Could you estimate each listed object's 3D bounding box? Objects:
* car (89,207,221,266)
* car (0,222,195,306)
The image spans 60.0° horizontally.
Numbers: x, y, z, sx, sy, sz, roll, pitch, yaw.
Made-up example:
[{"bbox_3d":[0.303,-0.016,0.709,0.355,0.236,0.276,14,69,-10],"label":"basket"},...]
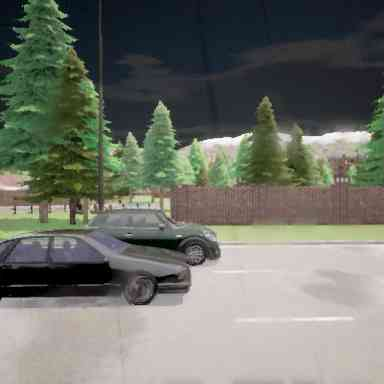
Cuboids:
[{"bbox_3d":[-1.365,1.345,10.885,4.553,1.767,2.097,0,0,-2],"label":"car"},{"bbox_3d":[-2.707,1.544,7.337,5.357,1.411,2.033,0,0,-2],"label":"car"}]
